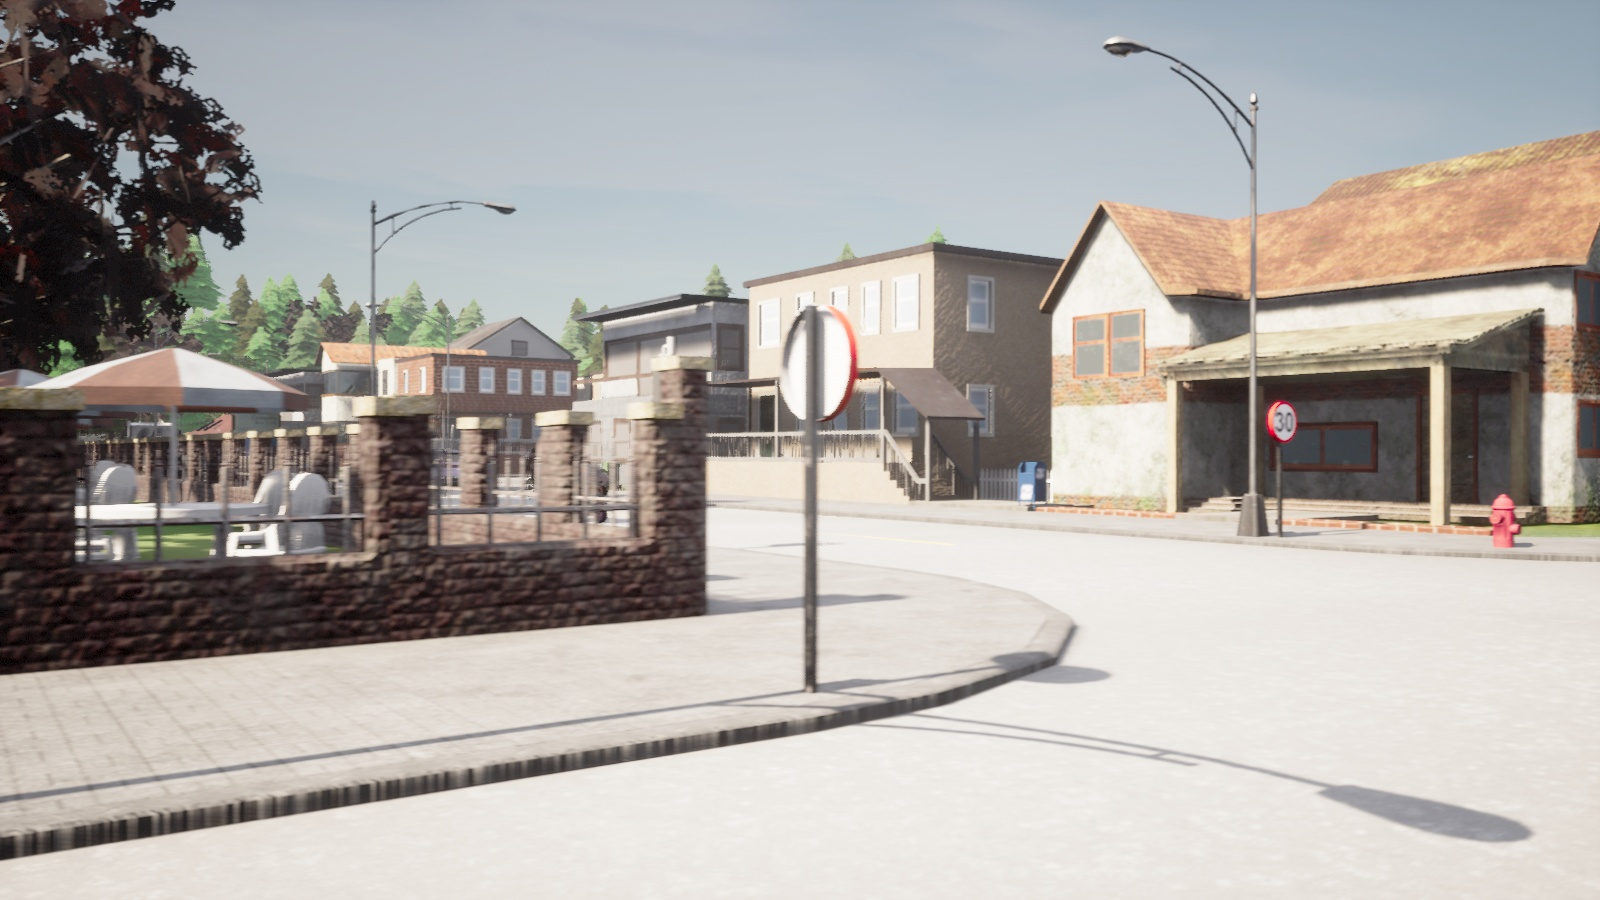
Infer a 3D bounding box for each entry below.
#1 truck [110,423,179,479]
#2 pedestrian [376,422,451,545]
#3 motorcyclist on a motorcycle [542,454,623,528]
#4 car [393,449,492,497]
[{"bbox_3d":[-42.705,0.048,81.701,2.891,3.462,7.936,0,0,-36],"label":"truck"},{"bbox_3d":[-6.021,0.512,19.566,0.874,1.855,0.900,0,0,-35],"label":"pedestrian"},{"bbox_3d":[-4.716,0.851,27.079,0.866,1.530,2.191,0,0,-35],"label":"motorcyclist on a motorcycle"},{"bbox_3d":[-13.249,0.810,46.348,2.033,1.649,4.856,0,0,-35],"label":"car"}]
